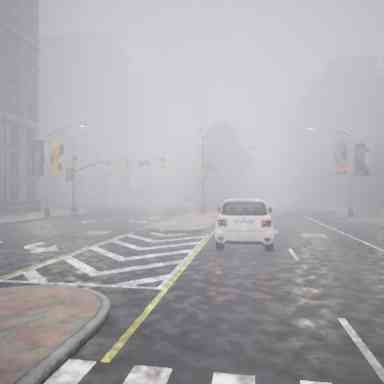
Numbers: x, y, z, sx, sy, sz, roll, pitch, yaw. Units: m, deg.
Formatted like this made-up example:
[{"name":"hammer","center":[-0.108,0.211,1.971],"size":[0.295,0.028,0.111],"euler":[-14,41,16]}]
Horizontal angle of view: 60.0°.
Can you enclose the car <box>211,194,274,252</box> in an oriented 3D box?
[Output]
[{"name":"car","center":[2.246,1.256,14.213],"size":[2.150,2.045,5.566],"euler":[0,0,9]}]

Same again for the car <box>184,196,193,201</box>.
[{"name":"car","center":[-0.924,1.593,85.445],"size":[1.895,1.301,4.718],"euler":[0,0,9]}]
